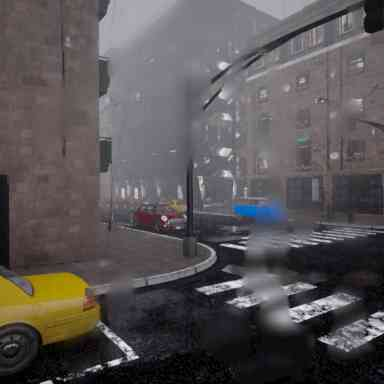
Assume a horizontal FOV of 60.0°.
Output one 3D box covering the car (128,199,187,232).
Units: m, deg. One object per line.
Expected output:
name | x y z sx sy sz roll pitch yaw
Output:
car | -1.917 1.441 19.979 1.967 1.590 4.097 0 0 -36

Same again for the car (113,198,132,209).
car | -8.429 1.463 43.213 1.887 1.381 4.507 -1 0 -36

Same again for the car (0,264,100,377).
car | -3.624 1.526 3.980 4.829 1.417 1.752 0 0 -36

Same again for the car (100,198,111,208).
car | -11.755 1.463 47.795 1.887 1.381 4.507 -1 0 -36

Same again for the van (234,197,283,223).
van | 4.875 1.280 24.887 1.690 1.788 3.998 0 0 -36
